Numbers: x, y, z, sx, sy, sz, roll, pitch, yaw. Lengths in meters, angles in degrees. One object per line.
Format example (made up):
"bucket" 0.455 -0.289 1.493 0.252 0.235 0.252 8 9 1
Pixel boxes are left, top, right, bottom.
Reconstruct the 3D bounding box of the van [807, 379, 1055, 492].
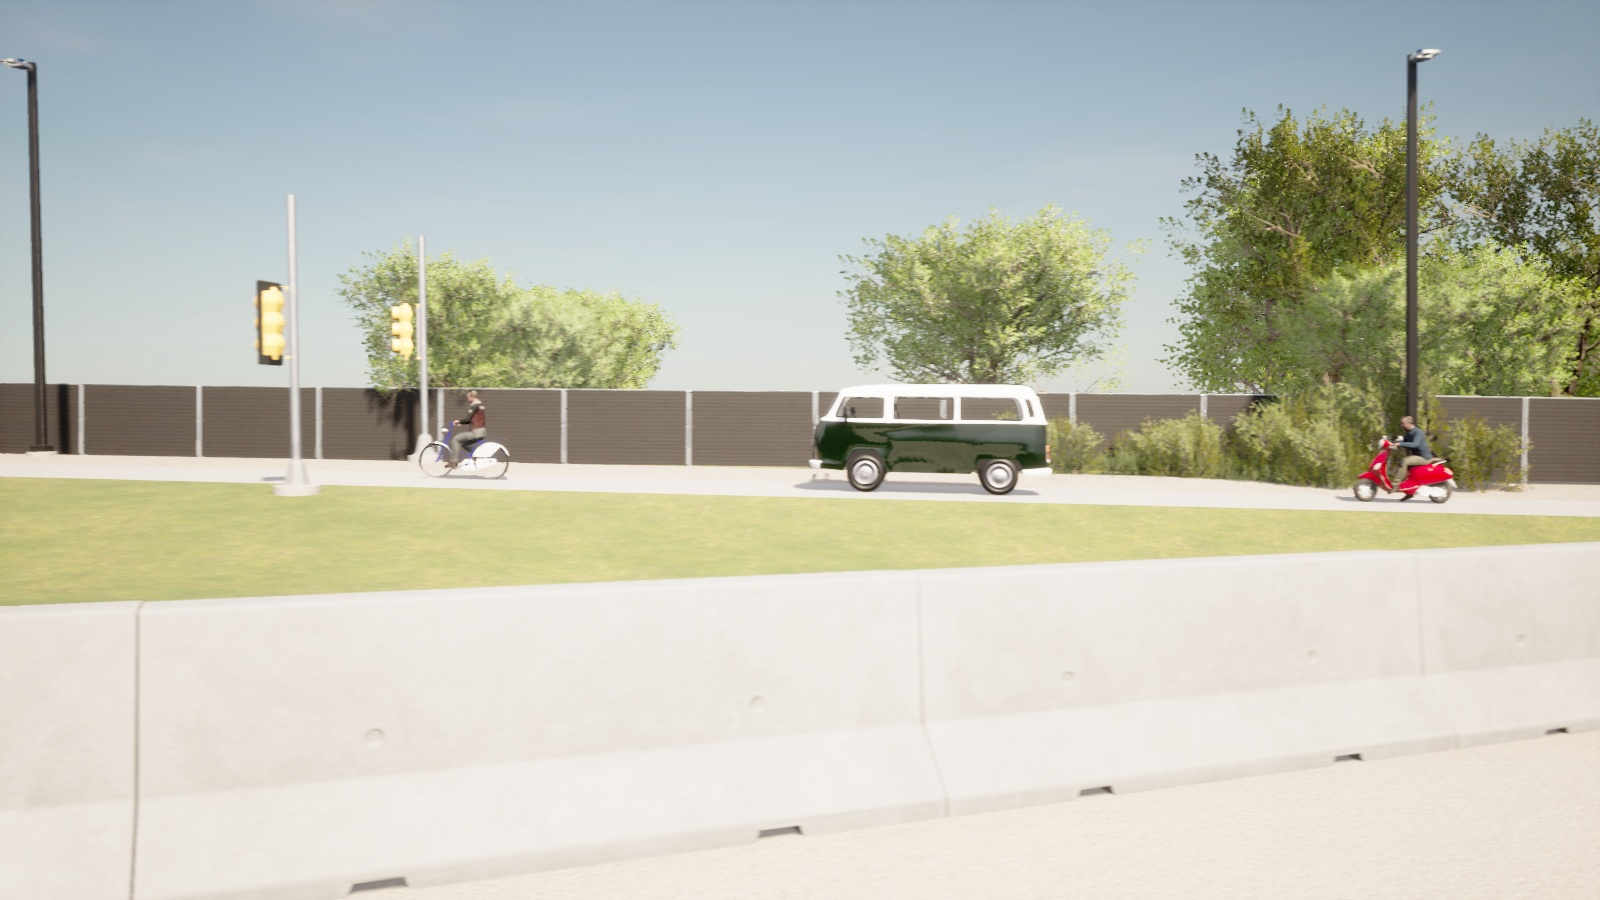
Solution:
"van" 2.462 -0.289 23.833 4.480 2.038 2.069 0 2 6

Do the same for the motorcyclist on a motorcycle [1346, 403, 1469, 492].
"motorcyclist on a motorcycle" 11.106 -0.061 23.008 1.817 1.590 0.866 0 2 4

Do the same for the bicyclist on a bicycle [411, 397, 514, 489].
"bicyclist on a bicycle" -6.660 -0.146 24.816 1.843 1.776 0.659 0 2 6
